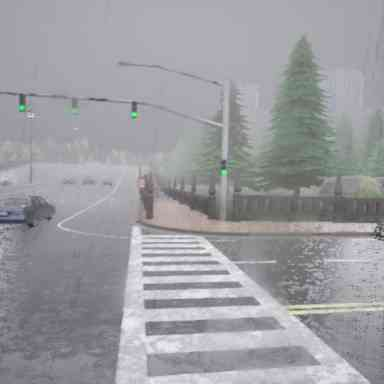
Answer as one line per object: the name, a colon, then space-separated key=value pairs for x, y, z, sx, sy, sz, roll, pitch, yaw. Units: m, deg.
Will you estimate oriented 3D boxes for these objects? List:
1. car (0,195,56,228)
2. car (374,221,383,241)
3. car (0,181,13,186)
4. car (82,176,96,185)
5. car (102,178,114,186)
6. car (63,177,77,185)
car: x=-8.138 y=0.849 z=16.159 sx=2.033 sy=1.411 sz=5.357 roll=1 pitch=2 yaw=-9
car: x=9.423 y=1.355 z=12.587 sx=4.892 sy=1.490 sz=1.837 roll=1 pitch=2 yaw=-9
car: x=-27.659 y=-0.883 z=48.220 sx=2.033 sy=1.411 sz=5.357 roll=1 pitch=4 yaw=-9
car: x=-19.514 y=-2.323 z=63.359 sx=2.097 sy=1.767 sz=4.553 roll=1 pitch=7 yaw=-9
car: x=-16.068 y=-2.002 z=63.943 sx=1.895 sy=1.301 sz=4.718 roll=1 pitch=7 yaw=-9
car: x=-22.980 y=-2.149 z=62.842 sx=1.895 sy=1.301 sz=4.718 roll=1 pitch=7 yaw=-9
